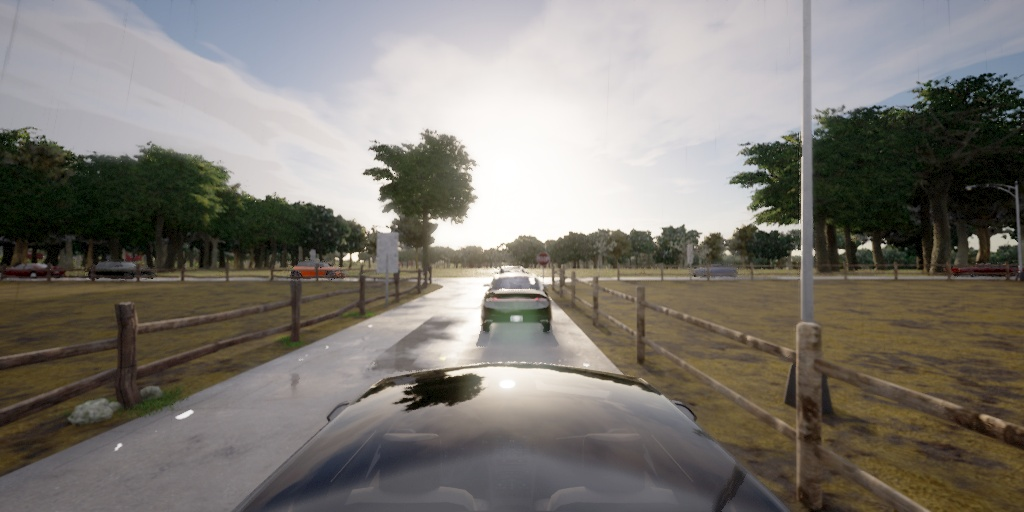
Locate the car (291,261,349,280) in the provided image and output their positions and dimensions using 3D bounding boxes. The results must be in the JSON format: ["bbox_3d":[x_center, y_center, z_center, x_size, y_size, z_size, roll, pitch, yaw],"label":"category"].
[{"bbox_3d":[-17.126,1.266,32.195,4.553,1.767,2.097,0,-2,0],"label":"car"}]

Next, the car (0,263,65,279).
[{"bbox_3d":[-47.009,1.467,35.127,5.008,1.535,1.882,0,-2,1],"label":"car"}]

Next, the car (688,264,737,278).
[{"bbox_3d":[19.531,1.449,34.972,4.181,1.385,1.994,0,-2,2],"label":"car"}]

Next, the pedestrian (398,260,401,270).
[{"bbox_3d":[-12.065,1.361,38.163,0.375,1.860,0.375,0,-2,0],"label":"pedestrian"}]

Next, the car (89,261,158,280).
[{"bbox_3d":[-34.796,1.259,32.225,4.553,1.767,2.097,0,-2,0],"label":"car"}]

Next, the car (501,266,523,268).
[{"bbox_3d":[-0.029,1.348,21.177,2.128,1.511,4.902,0,0,-3],"label":"car"}]

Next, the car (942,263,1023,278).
[{"bbox_3d":[42.421,1.310,32.341,4.718,1.301,1.895,-1,-2,14],"label":"car"}]

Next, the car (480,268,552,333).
[{"bbox_3d":[0.112,1.280,10.932,2.128,1.511,4.902,0,0,0],"label":"car"}]
